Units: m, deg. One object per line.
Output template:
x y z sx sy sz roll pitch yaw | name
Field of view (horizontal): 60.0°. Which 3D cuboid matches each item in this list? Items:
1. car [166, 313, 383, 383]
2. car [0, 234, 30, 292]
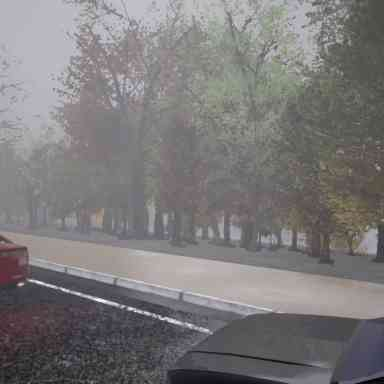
2.306 1.548 2.044 5.357 1.411 2.033 0 0 35 | car
-5.829 1.476 7.805 5.008 1.535 1.882 0 0 35 | car
